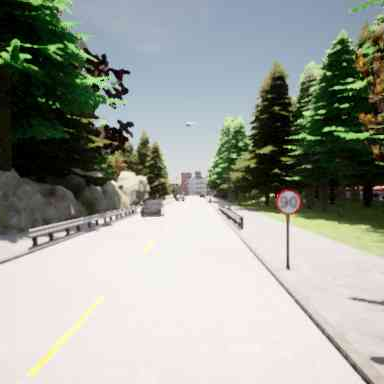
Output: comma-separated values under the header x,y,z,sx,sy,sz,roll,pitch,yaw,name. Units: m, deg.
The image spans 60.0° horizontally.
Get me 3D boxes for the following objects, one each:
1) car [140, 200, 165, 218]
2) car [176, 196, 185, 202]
x,y,z,sx,sy,sz,roll,pitch,yaw,name
-3.562,1.499,30.682,1.837,1.490,4.892,0,0,1,car
-2.481,1.665,75.101,2.128,1.511,4.902,0,0,1,car
